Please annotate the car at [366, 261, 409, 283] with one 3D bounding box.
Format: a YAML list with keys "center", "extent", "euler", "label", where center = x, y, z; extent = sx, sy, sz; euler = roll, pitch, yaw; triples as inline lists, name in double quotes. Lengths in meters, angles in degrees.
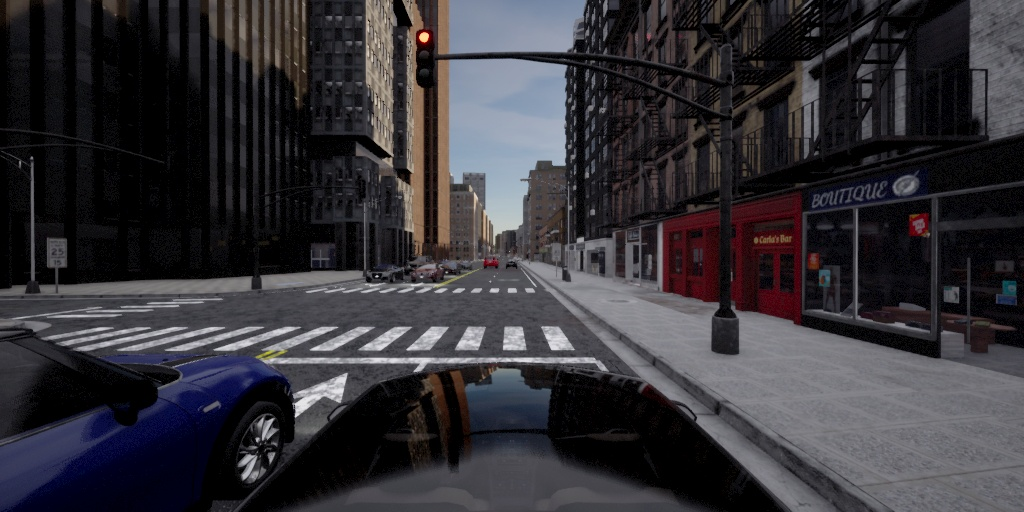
- center: [-9.907, 1.320, 28.359]
  extent: [1.994, 1.385, 4.181]
  euler: [0, 0, 1]
  label: "car"

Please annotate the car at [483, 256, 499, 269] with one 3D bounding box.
- center: [-3.407, 0.987, 58.079]
  extent: [2.150, 2.045, 5.566]
  euler: [0, 0, 0]
  label: "car"

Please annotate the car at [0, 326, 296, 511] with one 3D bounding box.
- center: [-3.145, 1.102, 1.620]
  extent: [2.097, 1.767, 4.553]
  euler: [0, 0, 0]
  label: "car"

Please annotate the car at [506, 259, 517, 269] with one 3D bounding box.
- center: [-0.059, 1.269, 58.463]
  extent: [1.837, 1.490, 4.892]
  euler: [0, 0, 0]
  label: "car"

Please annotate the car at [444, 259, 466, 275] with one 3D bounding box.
- center: [-6.697, 1.307, 39.413]
  extent: [2.033, 1.411, 5.357]
  euler: [0, 0, 0]
  label: "car"

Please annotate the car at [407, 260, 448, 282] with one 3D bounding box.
- center: [-6.667, 1.281, 28.767]
  extent: [1.812, 1.442, 4.674]
  euler: [0, 0, 0]
  label: "car"

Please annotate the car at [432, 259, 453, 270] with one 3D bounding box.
- center: [-9.970, 1.256, 52.105]
  extent: [2.128, 1.511, 4.902]
  euler: [0, 0, 0]
  label: "car"

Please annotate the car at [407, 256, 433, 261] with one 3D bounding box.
- center: [-9.941, 0.978, 38.811]
  extent: [2.150, 2.045, 5.566]
  euler: [0, 0, 0]
  label: "car"

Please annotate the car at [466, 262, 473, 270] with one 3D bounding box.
- center: [-6.718, 1.327, 50.582]
  extent: [1.994, 1.385, 4.181]
  euler: [0, 0, 0]
  label: "car"
